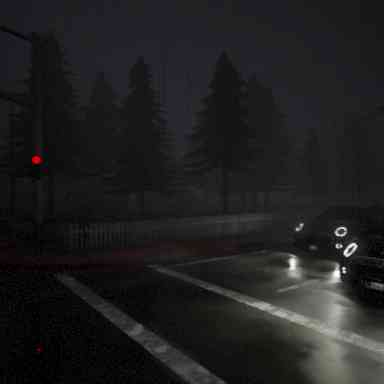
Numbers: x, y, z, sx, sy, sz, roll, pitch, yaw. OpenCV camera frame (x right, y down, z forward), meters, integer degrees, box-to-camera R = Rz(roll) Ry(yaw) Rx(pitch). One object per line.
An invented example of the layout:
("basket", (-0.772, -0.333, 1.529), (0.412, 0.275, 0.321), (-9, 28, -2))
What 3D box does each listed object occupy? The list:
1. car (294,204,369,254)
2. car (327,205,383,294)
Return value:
("car", (5.889, 1.269, 12.488), (4.553, 1.767, 2.097), (0, 0, -36))
("car", (5.558, 1.289, 7.954), (4.553, 1.767, 2.097), (0, 0, -35))
